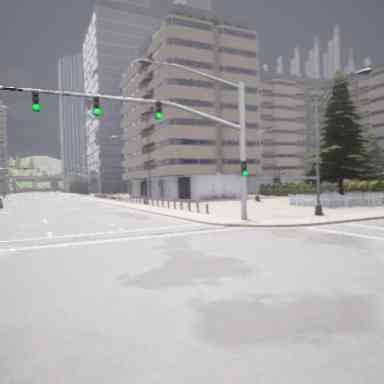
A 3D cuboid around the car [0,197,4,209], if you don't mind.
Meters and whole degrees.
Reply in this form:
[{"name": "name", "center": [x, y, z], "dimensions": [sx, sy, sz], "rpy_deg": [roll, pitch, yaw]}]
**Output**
[{"name": "car", "center": [-24.582, 1.251, 41.281], "dimensions": [1.882, 1.535, 5.008], "rpy_deg": [-2, 1, -25]}]
